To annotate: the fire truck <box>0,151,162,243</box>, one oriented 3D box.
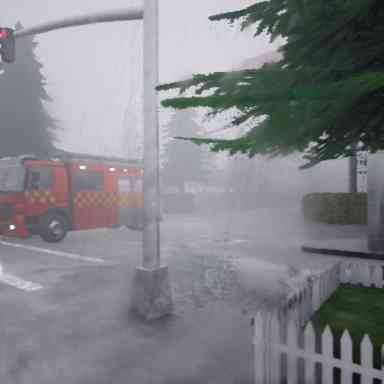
[{"bbox_3d":[-5.198,0.165,16.481,2.891,3.827,8.468,0,0,35],"label":"fire truck"}]
